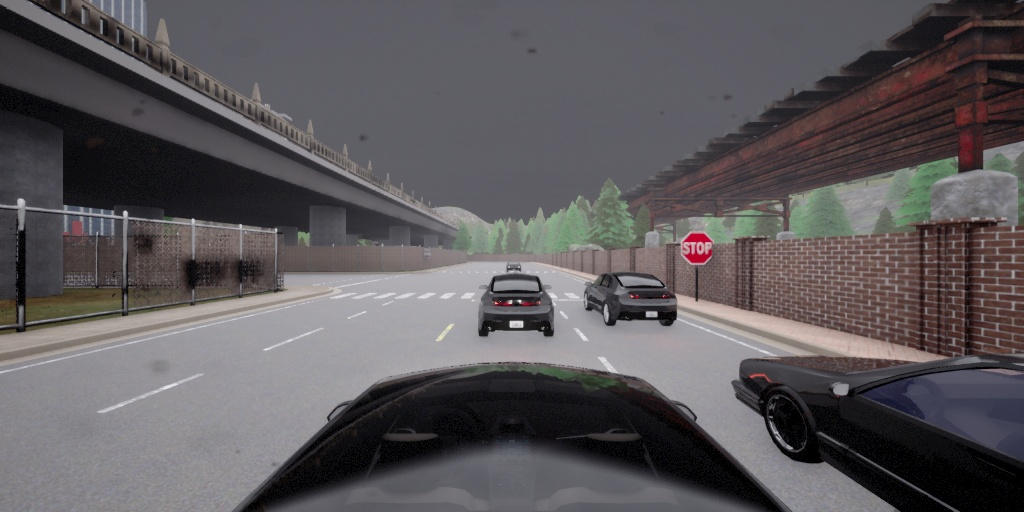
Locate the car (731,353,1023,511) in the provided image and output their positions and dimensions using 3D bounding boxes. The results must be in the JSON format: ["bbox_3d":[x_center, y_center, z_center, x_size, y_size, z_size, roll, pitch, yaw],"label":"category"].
[{"bbox_3d":[3.600,1.297,1.904,2.033,1.411,5.357,0,0,0],"label":"car"}]

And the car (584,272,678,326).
[{"bbox_3d":[3.605,1.255,11.651,1.837,1.490,4.892,0,0,0],"label":"car"}]

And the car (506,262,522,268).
[{"bbox_3d":[0.218,1.351,45.467,1.895,1.301,4.718,0,0,-1],"label":"car"}]

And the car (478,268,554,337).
[{"bbox_3d":[0.103,1.255,10.293,1.837,1.490,4.892,0,0,0],"label":"car"}]
